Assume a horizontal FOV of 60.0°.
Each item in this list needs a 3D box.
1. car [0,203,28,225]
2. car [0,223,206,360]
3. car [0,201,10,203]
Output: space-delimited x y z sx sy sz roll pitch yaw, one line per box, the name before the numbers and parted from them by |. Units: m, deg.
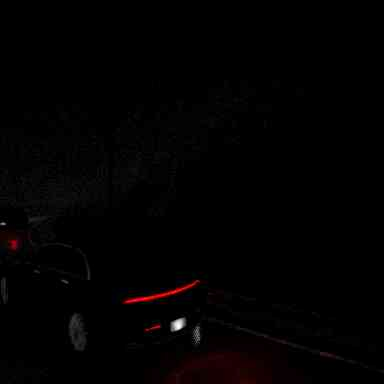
car | -12.464 1.698 22.798 1.895 1.301 4.718 0 0 -21
car | -1.945 1.537 6.137 4.892 1.490 1.837 0 0 43
car | -21.350 1.720 37.560 1.994 1.385 4.181 0 0 -19
